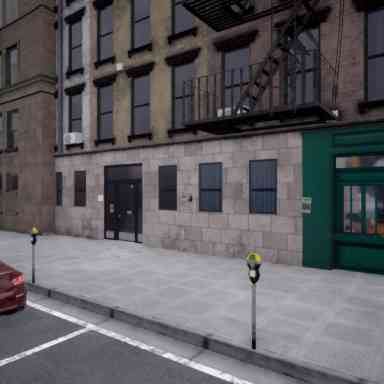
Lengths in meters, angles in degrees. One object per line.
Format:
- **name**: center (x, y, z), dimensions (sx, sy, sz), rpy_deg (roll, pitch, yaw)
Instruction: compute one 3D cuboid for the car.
- **car**: center (-4.704, 1.582, 6.199), dimensions (4.206, 1.307, 1.802), rpy_deg (0, 0, 36)
